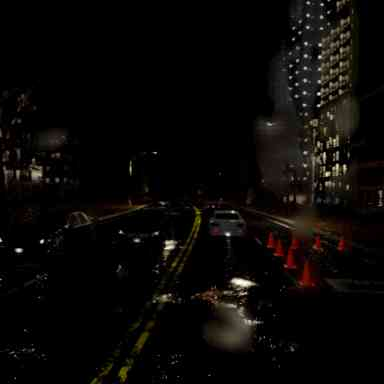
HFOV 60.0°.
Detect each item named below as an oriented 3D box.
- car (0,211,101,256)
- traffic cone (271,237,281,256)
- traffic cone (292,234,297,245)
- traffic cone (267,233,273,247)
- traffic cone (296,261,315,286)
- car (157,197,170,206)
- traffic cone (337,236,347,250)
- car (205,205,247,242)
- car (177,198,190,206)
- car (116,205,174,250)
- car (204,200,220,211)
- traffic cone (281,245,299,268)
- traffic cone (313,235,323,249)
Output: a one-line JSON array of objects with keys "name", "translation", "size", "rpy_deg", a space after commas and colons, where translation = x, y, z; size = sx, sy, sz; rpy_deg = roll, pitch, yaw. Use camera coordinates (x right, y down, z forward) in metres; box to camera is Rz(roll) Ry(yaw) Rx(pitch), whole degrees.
[{"name": "car", "translation": [-5.228, 1.455, 13.046], "size": [2.033, 1.411, 5.357], "rpy_deg": [1, 0, 4]}, {"name": "traffic cone", "translation": [3.287, 2.082, 12.519], "size": [0.340, 0.580, 0.340], "rpy_deg": [1, 0, 5]}, {"name": "traffic cone", "translation": [4.456, 2.118, 14.425], "size": [0.340, 0.580, 0.340], "rpy_deg": [1, 0, 5]}, {"name": "traffic cone", "translation": [3.460, 2.092, 14.511], "size": [0.340, 0.580, 0.340], "rpy_deg": [1, 0, 5]}, {"name": "traffic cone", "translation": [2.940, 2.060, 8.534], "size": [0.340, 0.580, 0.340], "rpy_deg": [1, 0, 5]}, {"name": "car", "translation": [-4.613, 1.545, 54.341], "size": [1.812, 1.442, 4.674], "rpy_deg": [1, 0, -2]}, {"name": "traffic cone", "translation": [6.448, 2.169, 14.251], "size": [0.340, 0.580, 0.340], "rpy_deg": [1, 0, 5]}, {"name": "car", "translation": [1.726, 1.624, 16.912], "size": [1.812, 1.442, 4.674], "rpy_deg": [2, 0, 3]}, {"name": "car", "translation": [-1.476, 1.668, 57.293], "size": [1.994, 1.385, 4.181], "rpy_deg": [1, 0, -2]}, {"name": "car", "translation": [-1.883, 1.524, 14.598], "size": [1.812, 1.442, 4.674], "rpy_deg": [1, 0, 4]}, {"name": "car", "translation": [2.398, 1.718, 40.085], "size": [2.033, 1.411, 5.357], "rpy_deg": [1, 0, 0]}, {"name": "traffic cone", "translation": [3.113, 2.071, 10.527], "size": [0.340, 0.580, 0.340], "rpy_deg": [1, 0, 5]}, {"name": "traffic cone", "translation": [5.452, 2.143, 14.338], "size": [0.340, 0.580, 0.340], "rpy_deg": [1, 0, 5]}]
